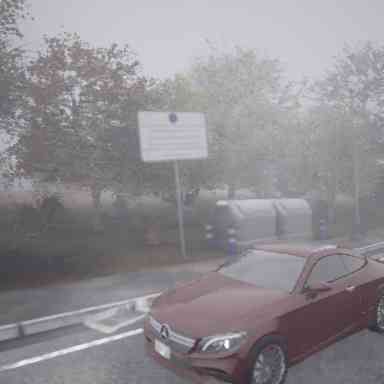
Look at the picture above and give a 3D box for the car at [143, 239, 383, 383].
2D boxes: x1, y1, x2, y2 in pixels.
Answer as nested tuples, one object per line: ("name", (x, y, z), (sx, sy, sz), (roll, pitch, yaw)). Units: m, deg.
("car", (1.503, 1.538, 5.225), (4.674, 1.442, 1.812), (0, 0, -38))
